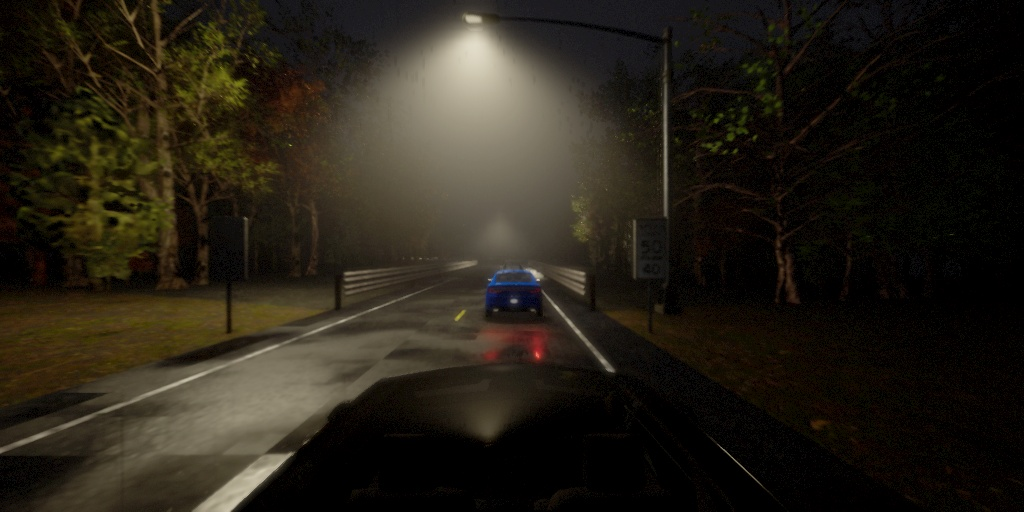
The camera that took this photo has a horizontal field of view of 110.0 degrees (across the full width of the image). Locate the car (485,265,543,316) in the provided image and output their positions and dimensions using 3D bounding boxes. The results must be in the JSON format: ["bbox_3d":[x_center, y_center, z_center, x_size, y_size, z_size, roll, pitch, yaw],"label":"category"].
[{"bbox_3d":[0.071,1.249,13.453,1.882,1.535,5.008,0,-1,0],"label":"car"}]

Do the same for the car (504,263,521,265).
[{"bbox_3d":[0.063,1.289,27.718,2.128,1.511,4.902,0,0,0],"label":"car"}]
